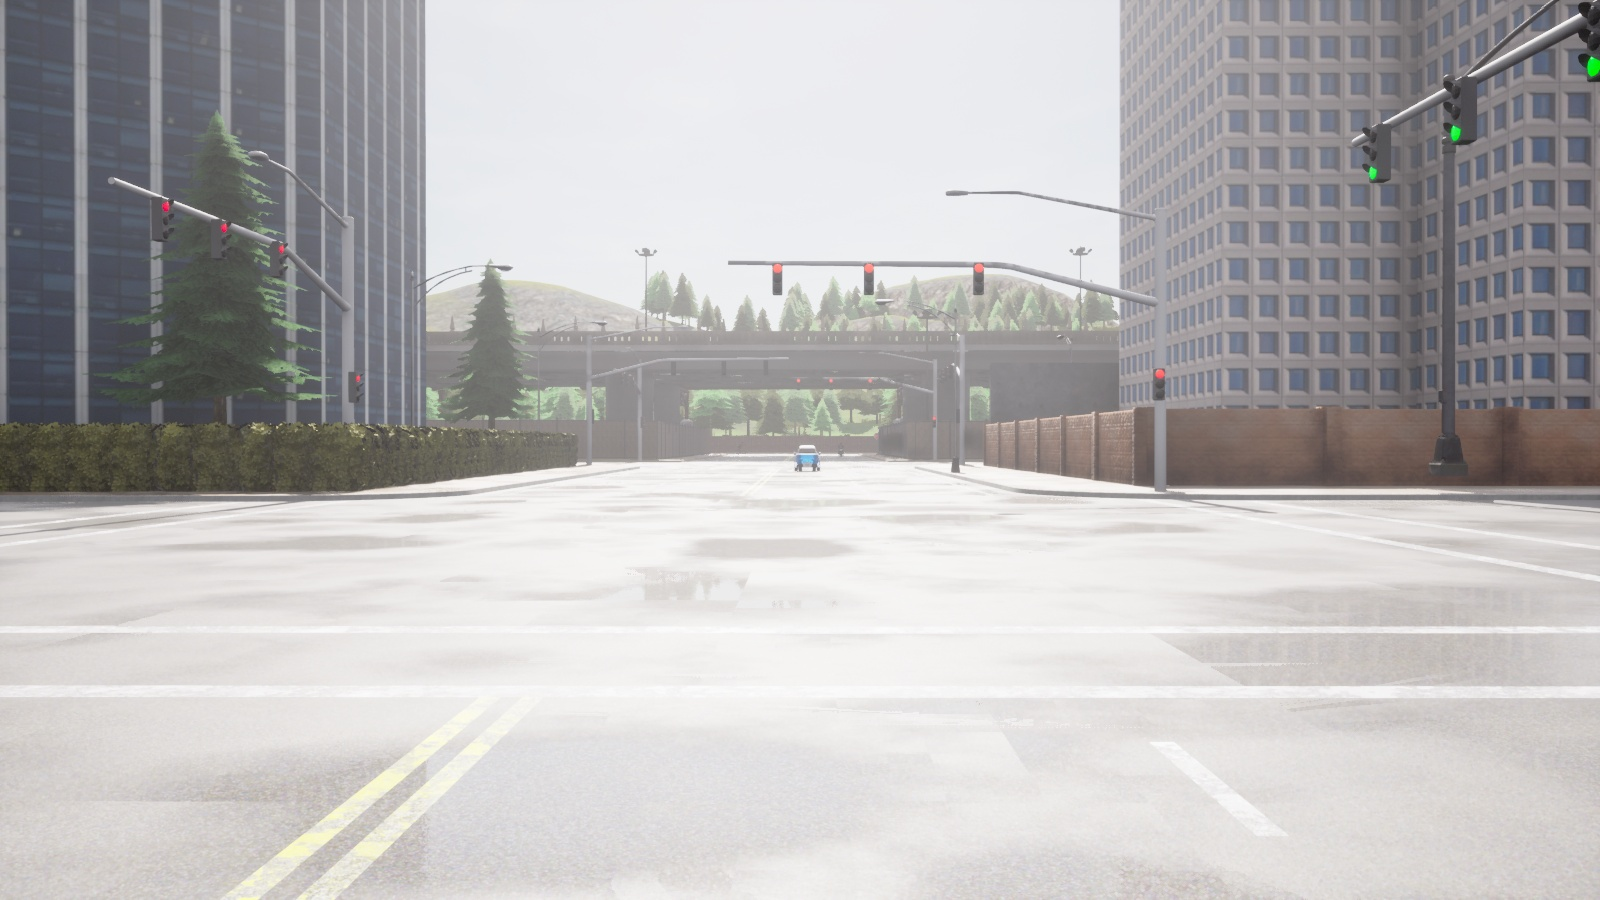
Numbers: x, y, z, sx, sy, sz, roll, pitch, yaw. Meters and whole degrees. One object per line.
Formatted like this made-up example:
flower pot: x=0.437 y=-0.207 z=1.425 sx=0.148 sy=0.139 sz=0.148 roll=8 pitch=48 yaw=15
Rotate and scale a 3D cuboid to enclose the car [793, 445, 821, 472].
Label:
car: x=0.383 y=0.426 z=66.471 sx=1.481 sy=1.376 sz=2.207 roll=0 pitch=1 yaw=0
